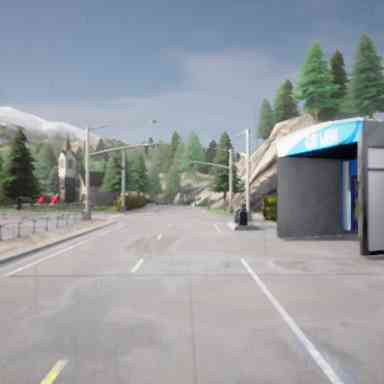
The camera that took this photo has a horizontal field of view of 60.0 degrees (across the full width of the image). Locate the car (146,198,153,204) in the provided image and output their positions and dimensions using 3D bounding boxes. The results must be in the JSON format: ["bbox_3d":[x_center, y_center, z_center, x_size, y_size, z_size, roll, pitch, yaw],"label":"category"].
[{"bbox_3d":[-12.388,2.405,89.591,5.008,1.535,1.882,-1,-1,42],"label":"car"}]

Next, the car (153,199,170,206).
[{"bbox_3d":[-6.772,2.341,72.654,1.994,1.385,4.181,0,-1,-15],"label":"car"}]

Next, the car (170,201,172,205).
[{"bbox_3d":[-6.517,2.417,81.038,2.033,1.411,5.357,0,-1,-27],"label":"car"}]
